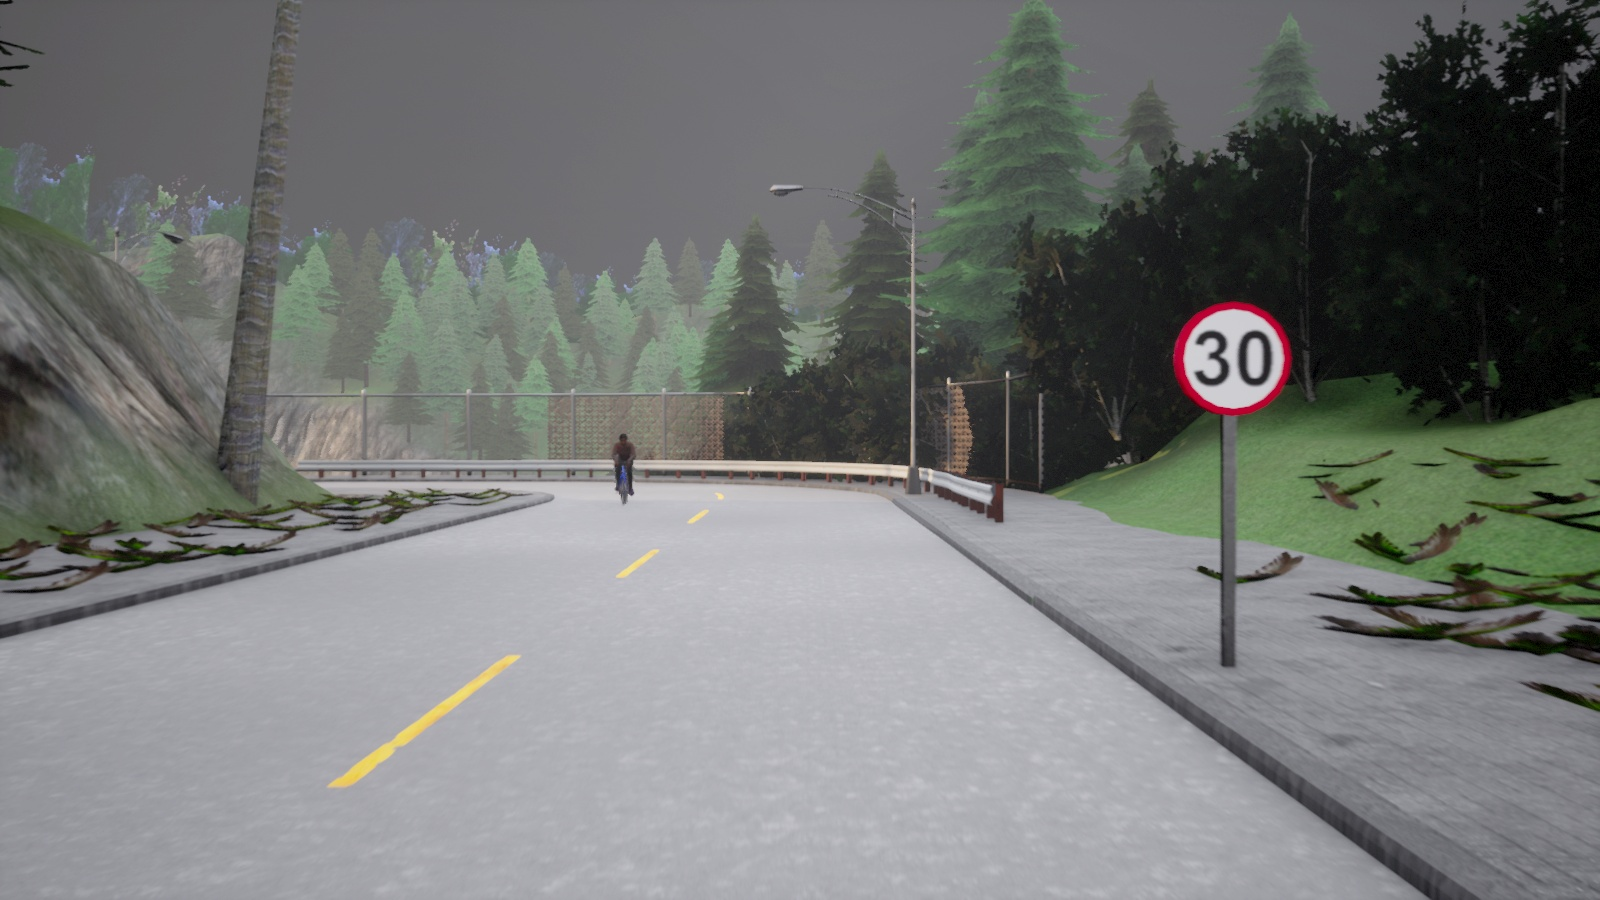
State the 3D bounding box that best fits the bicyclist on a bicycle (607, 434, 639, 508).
[{"bbox_3d":[-3.988,0.454,28.350,0.582,1.620,1.656,0,1,-4],"label":"bicyclist on a bicycle"}]
